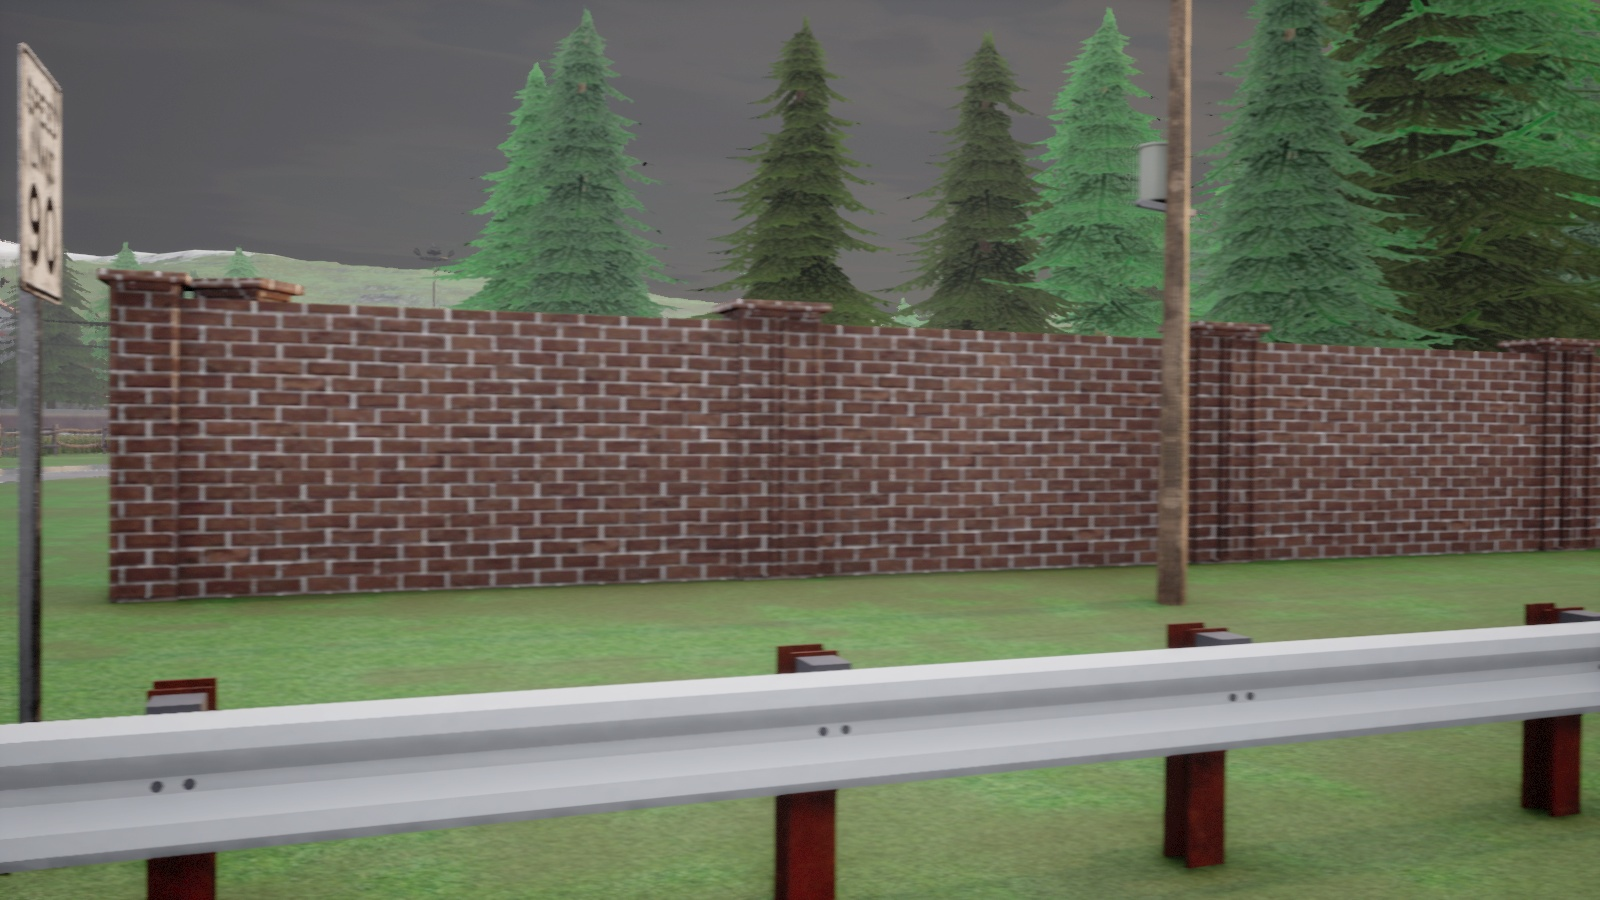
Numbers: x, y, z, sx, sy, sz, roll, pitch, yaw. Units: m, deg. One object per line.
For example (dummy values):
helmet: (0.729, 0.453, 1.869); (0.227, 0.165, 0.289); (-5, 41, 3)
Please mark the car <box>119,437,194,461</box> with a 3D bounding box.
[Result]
car: (-42.318, -0.058, 82.691); (4.193, 1.474, 1.816); (-1, 1, -21)
